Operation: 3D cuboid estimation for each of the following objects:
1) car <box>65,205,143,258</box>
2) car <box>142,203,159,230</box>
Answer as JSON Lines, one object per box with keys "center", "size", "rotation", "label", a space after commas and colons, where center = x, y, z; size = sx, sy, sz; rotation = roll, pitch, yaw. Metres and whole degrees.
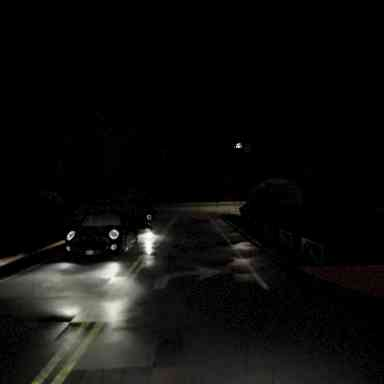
{"center": [-3.611, 1.583, 13.985], "size": [2.097, 1.767, 4.553], "rotation": [-1, -1, 0], "label": "car"}
{"center": [-3.581, 1.705, 23.747], "size": [2.097, 1.767, 4.553], "rotation": [-1, -1, 0], "label": "car"}
